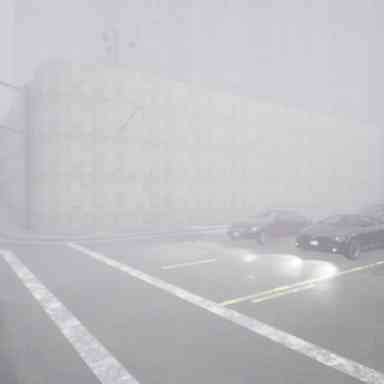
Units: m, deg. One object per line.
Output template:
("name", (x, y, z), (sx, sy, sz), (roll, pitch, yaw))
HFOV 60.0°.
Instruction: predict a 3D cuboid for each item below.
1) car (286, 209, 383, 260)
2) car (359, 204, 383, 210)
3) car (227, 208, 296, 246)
("car", (5.748, 1.524, 12.362), (4.181, 1.385, 1.994), (0, 0, -35))
("car", (11.552, 1.475, 20.779), (5.357, 1.411, 2.033), (0, 0, -35))
("car", (3.746, 1.486, 15.233), (4.674, 1.442, 1.812), (0, 0, -35))
